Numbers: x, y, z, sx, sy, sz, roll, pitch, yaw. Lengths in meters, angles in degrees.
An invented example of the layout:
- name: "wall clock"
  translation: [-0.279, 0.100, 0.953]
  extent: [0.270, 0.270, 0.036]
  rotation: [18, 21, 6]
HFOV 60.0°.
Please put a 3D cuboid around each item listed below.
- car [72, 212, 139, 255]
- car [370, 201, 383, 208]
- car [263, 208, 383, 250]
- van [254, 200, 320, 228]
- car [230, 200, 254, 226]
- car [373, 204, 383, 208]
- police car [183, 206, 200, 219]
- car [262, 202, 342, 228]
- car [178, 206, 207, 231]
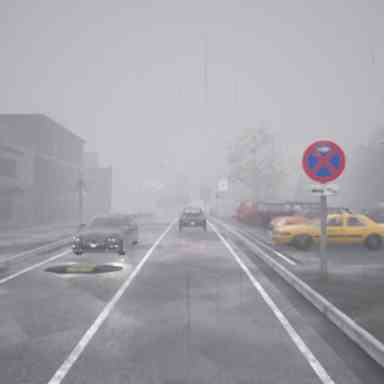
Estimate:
- name: "car"
  translation: [-3.377, 1.626, 13.795]
  extent: [1.837, 1.490, 4.892]
  rotation: [0, -1, 0]
- name: "car"
  translation: [18.361, 1.789, 30.544]
  extent: [5.566, 2.045, 2.435]
  rotation: [0, -2, -1]
- name: "car"
  translation: [6.095, 1.618, 14.453]
  extent: [5.366, 1.575, 1.946]
  rotation: [0, -1, 0]
- name: "van"
  translation: [6.346, 1.518, 20.413]
  extent: [4.442, 1.987, 1.878]
  rotation: [0, -1, 0]
- name: "car"
  translation: [6.200, 1.651, 26.604]
  extent: [5.566, 2.045, 2.435]
  rotation: [0, -2, -1]
- name: "car"
  translation: [18.417, 1.958, 27.868]
  extent: [4.892, 1.521, 2.231]
  rotation: [0, -2, -1]
- name: "police car"
  translation: [-0.032, 2.595, 42.024]
  extent: [2.038, 1.542, 4.974]
  rotation: [0, -3, 0]
- name: "car"
  translation: [6.286, 1.550, 17.374]
  extent: [4.553, 1.767, 2.185]
  rotation: [0, -1, 0]
- name: "car"
  translation: [0.041, 1.839, 23.404]
  extent: [2.128, 1.511, 4.902]
  rotation: [0, -2, 0]
